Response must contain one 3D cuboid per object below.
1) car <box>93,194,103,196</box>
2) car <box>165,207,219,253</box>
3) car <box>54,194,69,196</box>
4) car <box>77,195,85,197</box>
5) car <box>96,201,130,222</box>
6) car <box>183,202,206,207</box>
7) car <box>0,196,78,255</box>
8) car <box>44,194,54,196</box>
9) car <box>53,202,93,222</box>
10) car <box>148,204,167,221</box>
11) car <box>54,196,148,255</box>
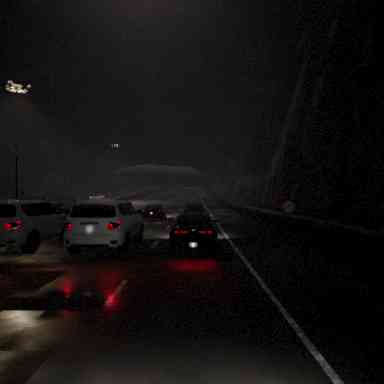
[{"bbox_3d":[-20.482,1.150,71.738,2.097,1.767,4.553,0,1,0],"label":"car"},{"bbox_3d":[0.070,1.611,14.174,1.837,1.490,4.892,0,0,1],"label":"car"},{"bbox_3d":[-27.482,1.397,71.737,1.895,1.301,4.718,0,1,0],"label":"car"},{"bbox_3d":[-23.982,1.322,71.738,1.812,1.442,4.674,0,1,0],"label":"car"},{"bbox_3d":[-6.811,1.650,29.225,1.837,1.490,4.892,0,0,1],"label":"car"},{"bbox_3d":[0.191,1.613,29.339,1.882,1.535,5.008,0,0,1],"label":"car"},{"bbox_3d":[-6.936,1.325,13.942,2.150,2.045,5.566,0,0,1],"label":"car"},{"bbox_3d":[-30.982,1.159,71.820,2.097,1.767,4.553,0,1,0],"label":"car"},{"bbox_3d":[-10.310,1.671,29.321,1.812,1.442,4.674,0,0,1],"label":"car"},{"bbox_3d":[-3.311,1.703,29.161,1.994,1.385,4.181,0,0,1],"label":"car"},{"bbox_3d":[-3.436,1.321,13.912,2.150,2.045,5.566,0,0,0],"label":"car"}]
